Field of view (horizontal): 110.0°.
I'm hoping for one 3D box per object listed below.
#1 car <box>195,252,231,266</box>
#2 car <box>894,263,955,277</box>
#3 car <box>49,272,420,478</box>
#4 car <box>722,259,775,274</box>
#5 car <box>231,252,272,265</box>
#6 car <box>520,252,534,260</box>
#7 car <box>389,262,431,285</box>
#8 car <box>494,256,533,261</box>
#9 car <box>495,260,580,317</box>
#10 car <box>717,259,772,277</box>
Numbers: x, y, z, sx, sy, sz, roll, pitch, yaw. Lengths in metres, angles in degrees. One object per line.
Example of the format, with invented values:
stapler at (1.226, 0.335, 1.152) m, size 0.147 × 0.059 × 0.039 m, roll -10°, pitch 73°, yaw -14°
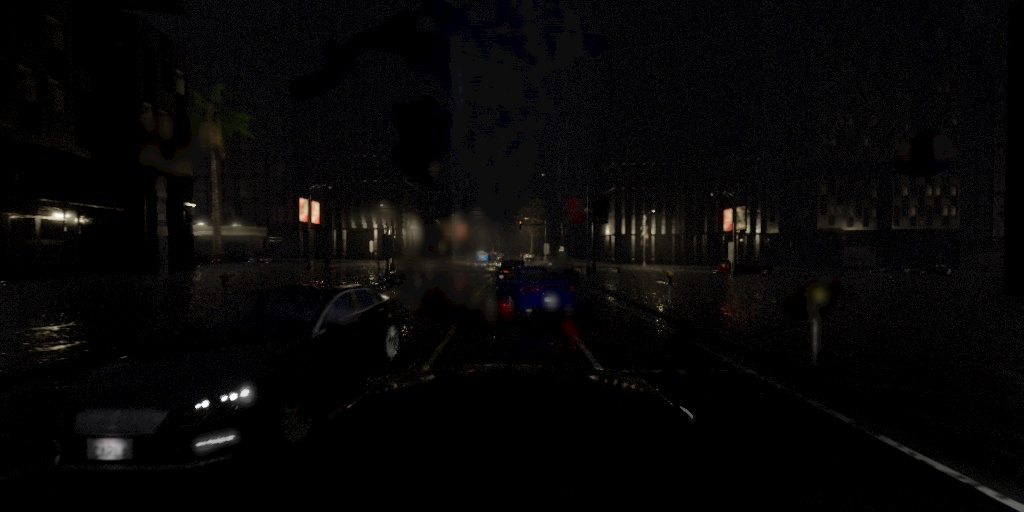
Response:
car at (-31.281, 0.296, 35.929) m, size 4.181 × 1.385 × 1.994 m, roll 1°, pitch 1°, yaw 0°
car at (49.043, 1.629, 42.293) m, size 4.902 × 1.511 × 2.128 m, roll 1°, pitch 1°, yaw 0°
car at (-3.098, 1.191, 5.211) m, size 2.128 × 1.511 × 4.902 m, roll 0°, pitch 1°, yaw 0°
car at (27.910, 1.218, 42.443) m, size 4.902 × 1.511 × 2.128 m, roll 1°, pitch 1°, yaw 0°
car at (-29.353, 0.273, 39.168) m, size 5.357 × 1.411 × 2.033 m, roll 1°, pitch 1°, yaw 0°
car at (2.948, 0.453, 62.551) m, size 2.007 × 1.370 × 4.403 m, roll 0°, pitch 0°, yaw 1°
car at (-5.764, 1.036, 20.375) m, size 2.007 × 1.370 × 4.403 m, roll 0°, pitch 0°, yaw 0°
car at (0.066, 0.974, 21.569) m, size 1.837 × 1.490 × 4.892 m, roll 0°, pitch 1°, yaw 0°
car at (0.663, 1.075, 12.494) m, size 1.882 × 1.535 × 5.008 m, roll 0°, pitch 1°, yaw -10°
car at (23.196, 1.071, 35.749) m, size 4.553 × 1.767 × 2.097 m, roll 1°, pitch 1°, yaw 0°
